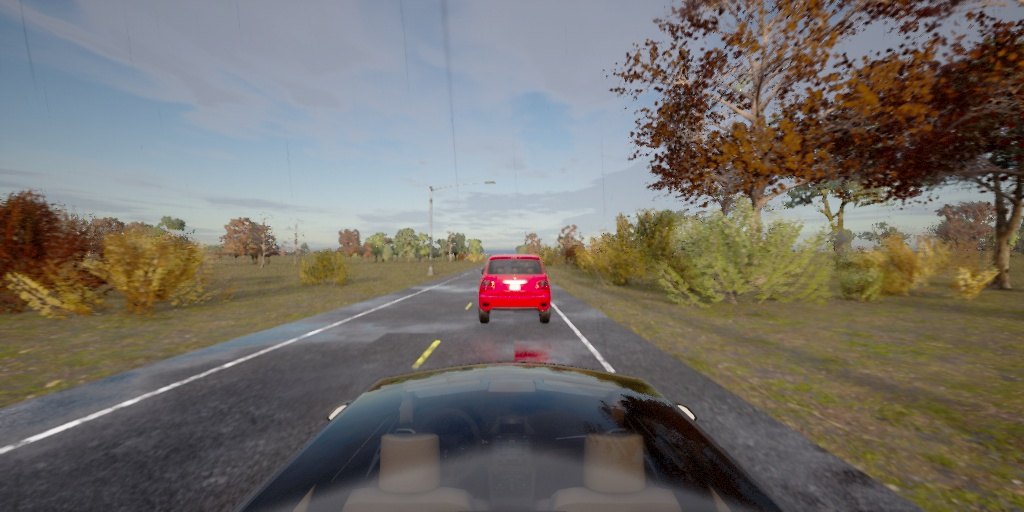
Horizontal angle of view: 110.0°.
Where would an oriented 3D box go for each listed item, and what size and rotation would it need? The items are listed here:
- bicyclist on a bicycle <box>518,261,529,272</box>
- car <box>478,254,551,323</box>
[{"bbox_3d":[0.908,1.213,22.738,0.659,1.776,1.843,0,0,0],"label":"bicyclist on a bicycle"},{"bbox_3d":[0.075,1.011,12.539,2.150,2.045,5.566,0,-1,0],"label":"car"}]
